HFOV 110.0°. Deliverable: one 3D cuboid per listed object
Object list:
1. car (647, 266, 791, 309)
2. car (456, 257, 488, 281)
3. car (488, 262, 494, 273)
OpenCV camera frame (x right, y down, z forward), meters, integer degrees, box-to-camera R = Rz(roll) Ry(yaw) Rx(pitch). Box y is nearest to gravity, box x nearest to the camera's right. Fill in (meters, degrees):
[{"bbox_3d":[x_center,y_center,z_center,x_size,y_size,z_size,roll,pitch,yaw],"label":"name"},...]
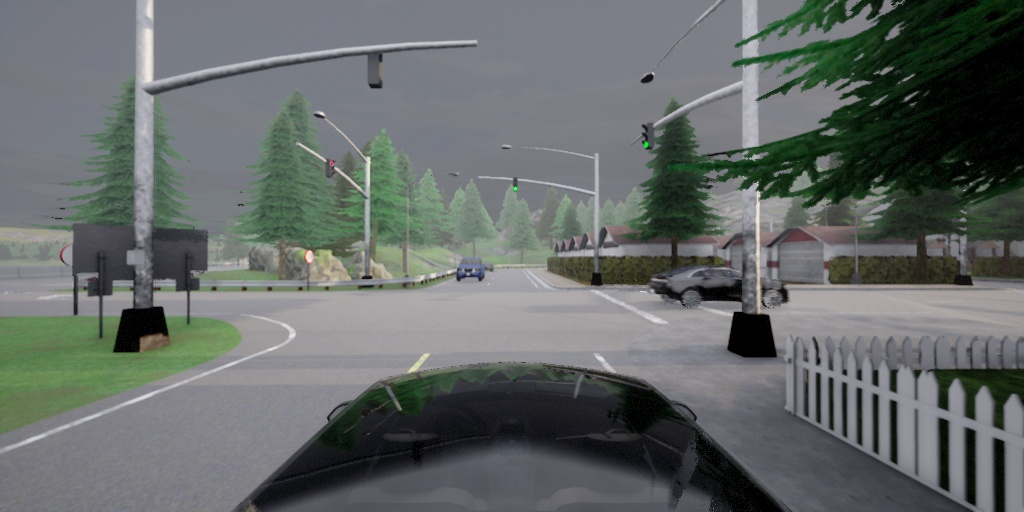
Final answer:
[{"bbox_3d":[7.666,1.110,13.465,4.902,1.511,2.128,0,0,-1],"label":"car"},{"bbox_3d":[-3.637,1.143,32.147,2.150,2.045,5.566,0,0,-1],"label":"car"},{"bbox_3d":[-3.593,1.533,50.303,1.837,1.490,4.892,0,0,1],"label":"car"}]
